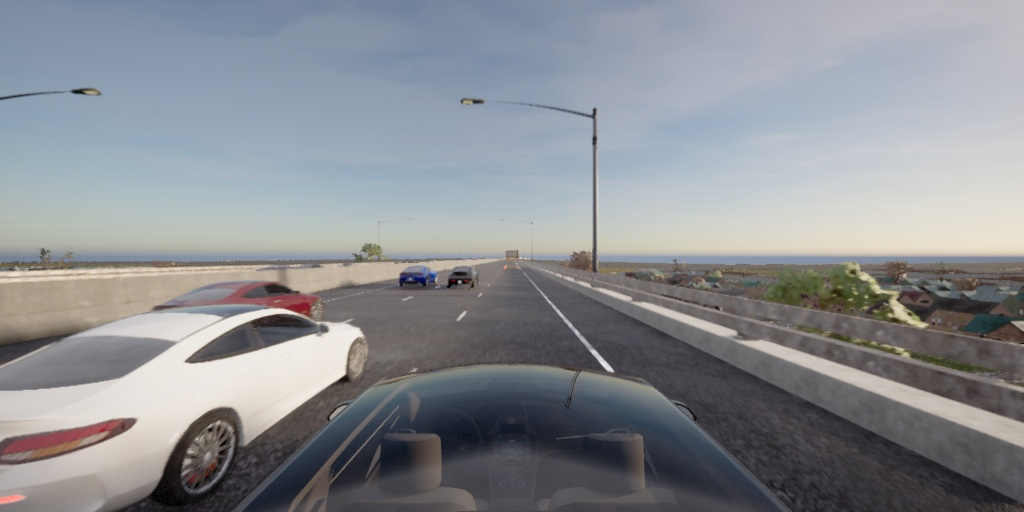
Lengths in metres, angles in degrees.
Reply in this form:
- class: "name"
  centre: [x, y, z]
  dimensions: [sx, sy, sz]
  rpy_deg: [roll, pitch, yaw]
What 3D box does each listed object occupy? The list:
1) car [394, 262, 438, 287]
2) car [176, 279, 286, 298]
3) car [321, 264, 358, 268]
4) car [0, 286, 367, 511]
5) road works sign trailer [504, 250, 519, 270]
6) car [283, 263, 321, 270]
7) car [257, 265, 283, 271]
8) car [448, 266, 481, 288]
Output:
- class: "car"
  centre: [-6.907, 1.446, 26.813]
  dimensions: [1.882, 1.535, 5.008]
  rpy_deg: [0, 0, 0]
- class: "car"
  centre: [-6.903, 1.344, 9.515]
  dimensions: [1.812, 1.442, 4.674]
  rpy_deg: [0, 0, 0]
- class: "car"
  centre: [-17.585, 1.554, 37.967]
  dimensions: [2.128, 1.511, 4.902]
  rpy_deg: [0, -1, 0]
- class: "car"
  centre: [-3.401, 1.298, 4.265]
  dimensions: [1.812, 1.442, 4.674]
  rpy_deg: [0, -1, 0]
- class: "road works sign trailer"
  centre: [-0.018, 0.740, 64.907]
  dimensions: [2.380, 3.560, 2.880]
  rpy_deg: [0, 0, 0]
- class: "car"
  centre: [-21.085, 1.534, 37.366]
  dimensions: [1.882, 1.535, 5.008]
  rpy_deg: [0, -1, 0]
- class: "car"
  centre: [-24.577, 1.605, 37.590]
  dimensions: [2.033, 1.411, 5.357]
  rpy_deg: [0, 0, 0]
- class: "car"
  centre: [-3.408, 1.464, 25.798]
  dimensions: [1.837, 1.490, 4.892]
  rpy_deg: [0, 0, 0]
